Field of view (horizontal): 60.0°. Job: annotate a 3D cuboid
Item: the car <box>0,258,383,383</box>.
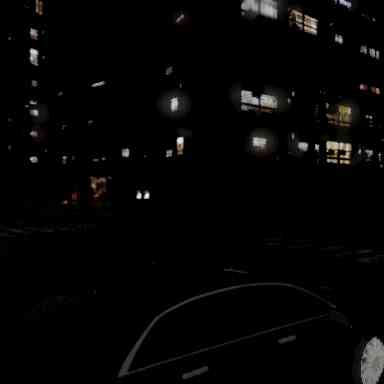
[{"bbox_3d":[0.295,1.504,3.590,4.892,1.490,1.837,0,0,-35],"label":"car"}]
